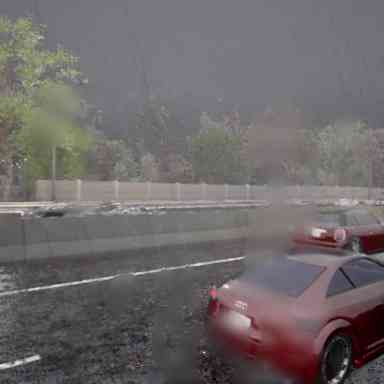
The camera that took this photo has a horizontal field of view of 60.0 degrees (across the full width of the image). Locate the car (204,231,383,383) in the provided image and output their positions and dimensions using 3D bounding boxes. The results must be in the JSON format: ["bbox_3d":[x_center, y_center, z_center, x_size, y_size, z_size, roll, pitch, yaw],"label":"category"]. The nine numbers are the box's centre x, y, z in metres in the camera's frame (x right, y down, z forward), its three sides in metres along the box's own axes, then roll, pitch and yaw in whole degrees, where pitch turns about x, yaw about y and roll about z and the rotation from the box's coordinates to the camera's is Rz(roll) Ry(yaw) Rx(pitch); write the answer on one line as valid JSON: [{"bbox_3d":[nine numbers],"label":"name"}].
[{"bbox_3d":[2.244,1.591,5.353,4.181,1.385,1.994,0,0,-36],"label":"car"}]

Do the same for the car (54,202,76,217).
[{"bbox_3d":[-5.860,1.548,21.315,4.892,1.490,1.837,0,0,-36],"label":"car"}]

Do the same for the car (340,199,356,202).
[{"bbox_3d":[23.959,1.842,51.159,4.674,1.442,1.812,0,0,-35],"label":"car"}]

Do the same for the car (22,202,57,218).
[{"bbox_3d":[-10.489,1.528,25.825,4.902,1.511,2.128,0,0,-38],"label":"car"}]

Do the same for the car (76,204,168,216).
[{"bbox_3d":[-3.573,1.537,18.646,4.902,1.511,2.128,0,0,-36],"label":"car"}]

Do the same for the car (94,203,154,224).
[{"bbox_3d":[-5.290,1.626,26.021,4.181,1.385,1.994,0,0,-36],"label":"car"}]

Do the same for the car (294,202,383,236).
[{"bbox_3d":[5.829,1.420,12.212,4.553,1.767,2.097,0,0,-36],"label":"car"}]

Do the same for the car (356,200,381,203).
[{"bbox_3d":[26.407,1.846,48.607,4.674,1.442,1.812,0,0,-35],"label":"car"}]
